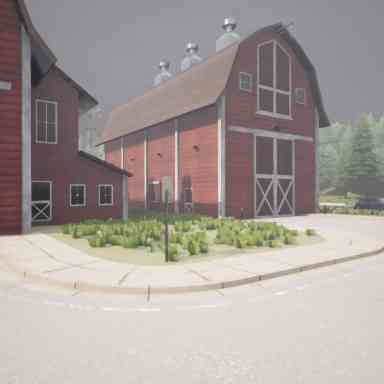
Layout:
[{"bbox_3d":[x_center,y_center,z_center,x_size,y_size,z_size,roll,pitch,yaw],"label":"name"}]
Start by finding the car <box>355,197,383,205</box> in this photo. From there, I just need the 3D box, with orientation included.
[{"bbox_3d":[20.167,1.386,36.114,2.097,1.767,4.553,0,0,-34],"label":"car"}]
